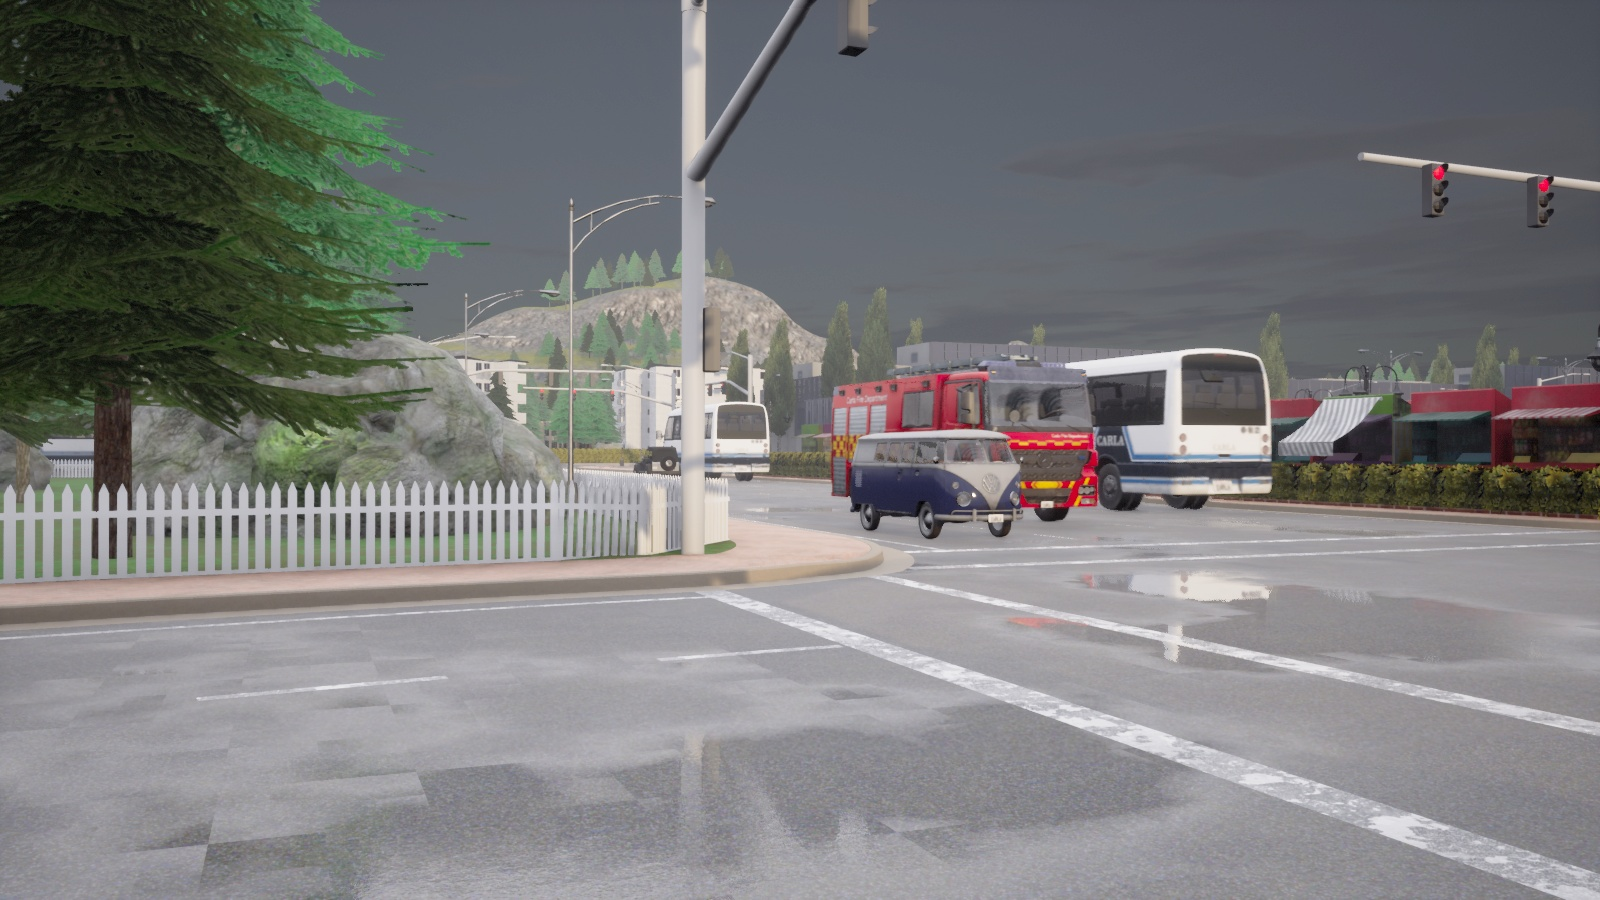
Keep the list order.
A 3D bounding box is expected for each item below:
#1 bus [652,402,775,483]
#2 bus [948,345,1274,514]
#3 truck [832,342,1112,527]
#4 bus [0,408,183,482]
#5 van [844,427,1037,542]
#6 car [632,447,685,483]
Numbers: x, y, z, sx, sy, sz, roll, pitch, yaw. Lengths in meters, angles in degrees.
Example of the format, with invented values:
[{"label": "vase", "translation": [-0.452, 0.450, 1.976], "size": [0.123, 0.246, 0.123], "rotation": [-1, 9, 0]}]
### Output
[{"label": "bus", "translation": [-5.085, -0.391, 71.120], "size": [3.944, 4.253, 10.273], "rotation": [0, 0, -22]}, {"label": "bus", "translation": [8.671, -0.504, 37.051], "size": [3.944, 4.253, 10.273], "rotation": [0, 0, -23]}, {"label": "truck", "translation": [3.790, -0.297, 30.426], "size": [2.891, 3.827, 8.468], "rotation": [0, 0, -22]}, {"label": "bus", "translation": [-42.870, -0.301, 75.260], "size": [10.273, 4.253, 3.944], "rotation": [0, 0, -21]}, {"label": "van", "translation": [2.563, 0.607, 24.117], "size": [1.775, 1.987, 4.442], "rotation": [0, 0, -22]}, {"label": "car", "translation": [-7.748, 0.780, 68.369], "size": [1.905, 1.878, 3.866], "rotation": [0, 0, -22]}]
